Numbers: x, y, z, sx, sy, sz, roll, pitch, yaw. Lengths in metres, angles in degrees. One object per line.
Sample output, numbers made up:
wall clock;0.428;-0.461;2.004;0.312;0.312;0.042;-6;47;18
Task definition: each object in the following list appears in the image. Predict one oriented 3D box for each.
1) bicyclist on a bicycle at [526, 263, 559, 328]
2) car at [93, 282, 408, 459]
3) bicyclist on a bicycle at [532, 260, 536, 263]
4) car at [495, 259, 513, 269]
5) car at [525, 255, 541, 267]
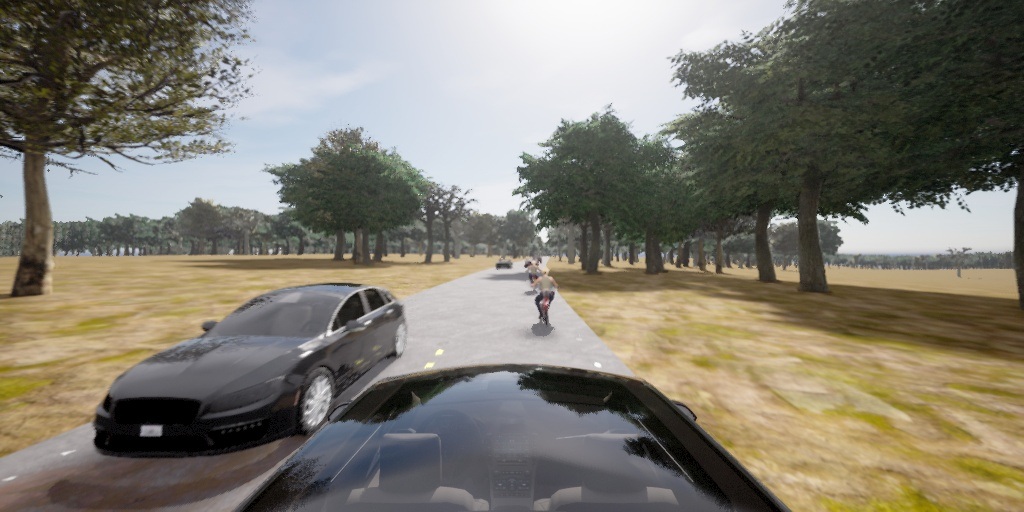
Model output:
bicyclist on a bicycle;0.931;1.110;10.121;0.866;1.612;1.509;0;1;1
car;-3.048;1.218;5.486;1.837;1.490;4.892;0;1;1
bicyclist on a bicycle;1.145;1.035;18.771;0.866;1.612;1.509;0;0;3
car;-0.982;1.009;46.066;1.895;1.301;4.718;0;0;5
car;3.012;0.962;54.042;1.895;1.301;4.718;0;0;6
